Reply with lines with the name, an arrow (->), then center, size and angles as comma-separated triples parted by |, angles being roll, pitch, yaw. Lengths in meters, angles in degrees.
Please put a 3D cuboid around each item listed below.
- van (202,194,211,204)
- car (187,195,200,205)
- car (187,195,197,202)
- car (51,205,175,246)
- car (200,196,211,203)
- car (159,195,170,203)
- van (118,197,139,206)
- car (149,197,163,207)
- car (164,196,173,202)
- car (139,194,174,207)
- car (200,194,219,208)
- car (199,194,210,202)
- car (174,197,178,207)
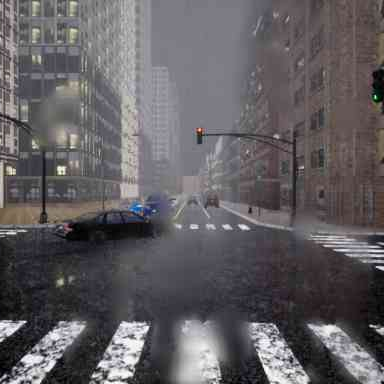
van -> 2.750, 1.366, 63.883 | 1.690, 1.788, 3.998 | 0, 0, 0
car -> 0.061, 1.623, 60.104 | 1.895, 1.301, 4.718 | 0, 0, 0
car -> 0.069, 1.419, 70.080 | 2.033, 1.411, 5.357 | 0, 0, 0
car -> -3.390, 1.509, 14.990 | 5.357, 1.411, 2.033 | 1, 0, -41
car -> 2.756, 1.580, 69.433 | 2.008, 1.369, 4.403 | 0, 0, 0
car -> -5.625, 1.469, 69.440 | 1.967, 1.590, 4.097 | 0, 0, 0
van -> -5.661, 1.347, 30.584 | 1.690, 1.788, 3.998 | 0, 0, 0
car -> -5.641, 1.543, 52.618 | 1.752, 1.417, 4.829 | 0, 0, 0
car -> -5.614, 1.589, 80.543 | 2.008, 1.369, 4.403 | 0, 0, 0
car -> -3.079, 1.227, 30.254 | 2.150, 2.045, 5.566 | 0, 0, 0
car -> 2.734, 1.329, 47.231 | 2.192, 1.841, 5.009 | 0, 0, 0
car -> 2.760, 1.348, 74.985 | 2.192, 1.841, 5.009 | 0, 0, 0
car -> -3.059, 1.611, 39.963 | 1.895, 1.301, 4.718 | 0, 0, 0
